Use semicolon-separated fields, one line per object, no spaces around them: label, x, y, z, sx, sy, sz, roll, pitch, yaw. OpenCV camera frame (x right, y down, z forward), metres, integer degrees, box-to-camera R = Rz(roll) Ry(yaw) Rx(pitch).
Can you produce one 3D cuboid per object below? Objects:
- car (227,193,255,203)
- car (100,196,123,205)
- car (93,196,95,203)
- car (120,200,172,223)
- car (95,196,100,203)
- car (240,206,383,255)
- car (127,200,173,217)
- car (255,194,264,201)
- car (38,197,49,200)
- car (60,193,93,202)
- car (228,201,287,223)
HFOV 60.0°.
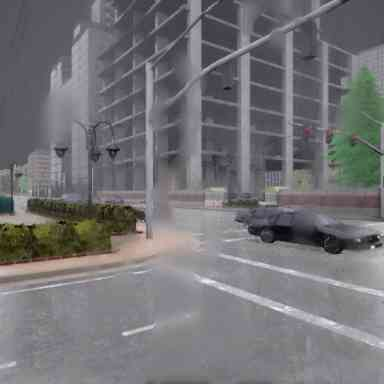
car;7.095;1.114;50.650;1.905;1.878;3.866;0;0;-36
car;-13.340;1.436;56.692;2.128;1.511;4.902;0;0;-36
car;-16.071;1.470;48.260;1.812;1.442;4.674;0;0;-36
car;-3.296;1.470;24.656;1.812;1.442;4.674;0;0;-36
car;-19.444;1.436;65.103;2.128;1.511;4.902;0;0;-36
car;4.695;1.530;13.665;2.033;1.411;5.357;0;0;-36
car;-4.073;1.492;31.684;2.033;1.411;5.357;0;0;-36
car;9.485;1.114;52.365;1.905;1.878;3.866;0;0;-36
car;-23.578;1.530;52.750;1.994;1.385;4.181;0;0;-36
car;-13.970;1.168;39.362;2.150;2.045;5.566;0;0;-36
car;4.914;1.497;19.637;2.033;1.411;5.357;0;0;-40
